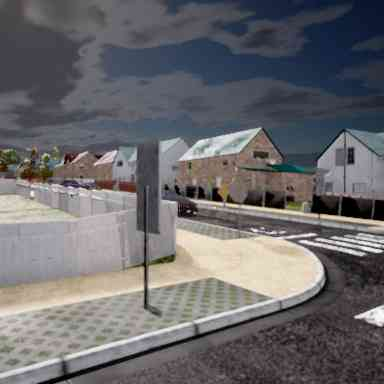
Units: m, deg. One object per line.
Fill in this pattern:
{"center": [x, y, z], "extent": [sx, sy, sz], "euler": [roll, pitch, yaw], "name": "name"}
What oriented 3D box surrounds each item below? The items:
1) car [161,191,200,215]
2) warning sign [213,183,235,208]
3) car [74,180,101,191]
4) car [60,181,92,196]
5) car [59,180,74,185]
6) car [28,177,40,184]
{"center": [-1.709, 0.660, 22.275], "extent": [2.033, 1.411, 5.357], "euler": [0, 2, -35], "name": "car"}
{"center": [2.451, 0.244, 25.616], "extent": [1.300, 1.860, 1.060], "euler": [-3, 2, -35], "name": "warning sign"}
{"center": [-13.778, -0.515, 44.478], "extent": [2.033, 1.411, 5.357], "euler": [0, 2, -35], "name": "car"}
{"center": [-13.879, -0.292, 39.627], "extent": [1.895, 1.301, 4.718], "euler": [0, 2, -35], "name": "car"}
{"center": [-19.334, -1.165, 52.293], "extent": [2.097, 1.767, 4.553], "euler": [0, 2, -35], "name": "car"}
{"center": [-39.051, -2.893, 81.934], "extent": [2.097, 1.767, 4.553], "euler": [-3, 4, -35], "name": "car"}
